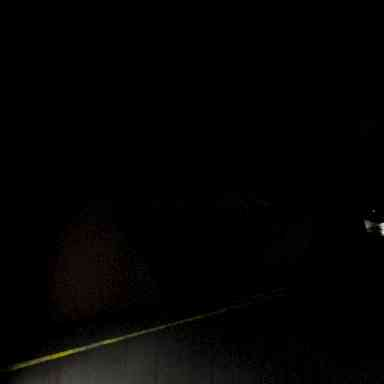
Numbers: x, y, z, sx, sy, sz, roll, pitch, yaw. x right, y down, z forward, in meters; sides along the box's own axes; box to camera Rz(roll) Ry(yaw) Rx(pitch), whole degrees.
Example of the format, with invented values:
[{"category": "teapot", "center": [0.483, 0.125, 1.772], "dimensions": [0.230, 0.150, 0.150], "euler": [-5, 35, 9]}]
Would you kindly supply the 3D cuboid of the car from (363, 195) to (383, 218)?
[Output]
[{"category": "car", "center": [17.385, 1.243, 29.301], "dimensions": [5.566, 2.045, 2.150], "euler": [0, 0, -35]}]
